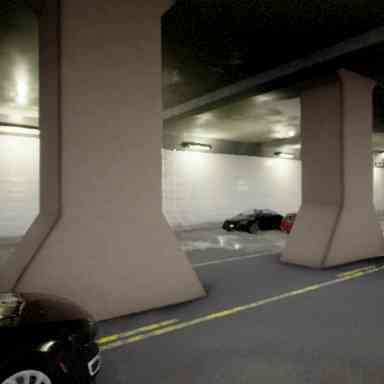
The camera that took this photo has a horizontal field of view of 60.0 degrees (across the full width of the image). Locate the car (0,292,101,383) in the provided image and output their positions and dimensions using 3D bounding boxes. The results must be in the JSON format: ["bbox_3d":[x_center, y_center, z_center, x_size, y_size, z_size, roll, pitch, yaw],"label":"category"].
[{"bbox_3d":[-3.292,1.558,2.950,4.892,1.490,1.837,0,-1,-36],"label":"car"}]

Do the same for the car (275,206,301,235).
[{"bbox_3d":[7.294,1.308,17.931,5.566,2.045,2.150,0,-1,-36],"label":"car"}]

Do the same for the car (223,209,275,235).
[{"bbox_3d":[3.824,1.692,19.729,4.181,1.385,1.994,0,-1,-36],"label":"car"}]
